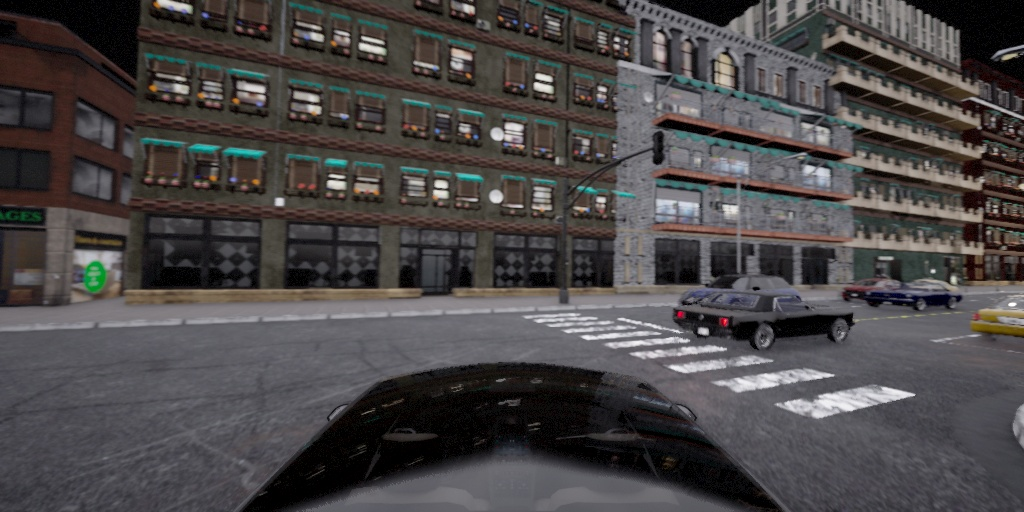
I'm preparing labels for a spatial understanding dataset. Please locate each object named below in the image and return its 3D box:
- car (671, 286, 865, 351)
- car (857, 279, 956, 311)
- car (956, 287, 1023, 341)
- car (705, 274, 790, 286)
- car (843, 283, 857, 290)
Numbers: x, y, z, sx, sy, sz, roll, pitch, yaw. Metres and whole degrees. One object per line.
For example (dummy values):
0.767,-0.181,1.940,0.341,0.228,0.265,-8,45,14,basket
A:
6.757,1.601,9.580,4.718,1.301,1.895,1,-2,-21,car
20.044,1.975,17.964,4.718,1.301,1.895,1,-2,-21,car
14.521,1.604,9.644,4.829,1.417,1.751,0,0,-21,car
8.586,1.484,13.600,4.553,1.767,2.097,1,-2,-21,car
21.741,2.034,21.364,4.507,1.381,1.888,0,0,-21,car
